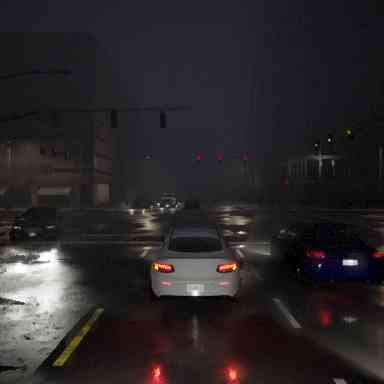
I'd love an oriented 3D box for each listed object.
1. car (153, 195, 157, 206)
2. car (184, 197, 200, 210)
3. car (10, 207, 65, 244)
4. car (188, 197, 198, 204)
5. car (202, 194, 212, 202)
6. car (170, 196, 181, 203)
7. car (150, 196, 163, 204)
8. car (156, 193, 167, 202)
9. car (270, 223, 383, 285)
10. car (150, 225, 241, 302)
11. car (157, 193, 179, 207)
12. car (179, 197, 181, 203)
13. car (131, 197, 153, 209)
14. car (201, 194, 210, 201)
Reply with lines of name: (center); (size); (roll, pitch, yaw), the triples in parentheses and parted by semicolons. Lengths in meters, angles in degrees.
car: (-7.038, 1.547, 55.865); (2.033, 1.411, 5.357); (0, 0, 0)
car: (0.041, 1.479, 43.394); (1.882, 1.535, 5.008); (0, 0, 2)
car: (-7.273, 1.491, 16.143); (2.128, 1.511, 4.902); (1, 0, -16)
car: (0.149, 1.601, 64.403); (1.895, 1.301, 4.718); (0, 0, 0)
car: (3.568, 1.546, 78.429); (1.994, 1.385, 4.181); (0, 0, 0)
car: (-3.439, 1.553, 70.423); (1.994, 1.385, 4.181); (0, 0, 0)
car: (-6.977, 1.564, 65.821); (1.994, 1.385, 4.181); (0, 0, 1)
car: (-6.934, 1.225, 76.512); (2.150, 2.045, 5.566); (0, 0, 0)
car: (3.587, 1.564, 9.531); (1.994, 1.385, 4.181); (0, 0, 0)
car: (0.077, 1.526, 8.165); (1.812, 1.442, 4.674); (0, 0, 0)
car: (-3.543, 1.222, 50.583); (2.150, 2.045, 5.566); (0, 0, 0)
car: (-3.518, 1.478, 60.586); (1.882, 1.535, 5.008); (0, 0, 0)
car: (-7.082, 1.478, 46.101); (1.882, 1.535, 5.008); (0, 0, 1)
car: (3.576, 1.316, 86.954); (2.097, 1.767, 4.553); (0, 0, 0)
